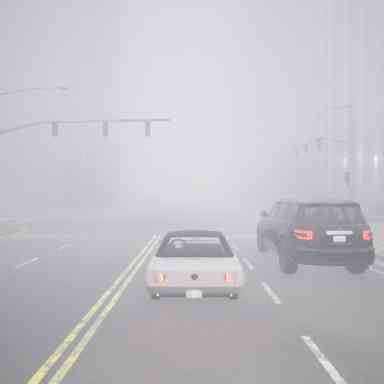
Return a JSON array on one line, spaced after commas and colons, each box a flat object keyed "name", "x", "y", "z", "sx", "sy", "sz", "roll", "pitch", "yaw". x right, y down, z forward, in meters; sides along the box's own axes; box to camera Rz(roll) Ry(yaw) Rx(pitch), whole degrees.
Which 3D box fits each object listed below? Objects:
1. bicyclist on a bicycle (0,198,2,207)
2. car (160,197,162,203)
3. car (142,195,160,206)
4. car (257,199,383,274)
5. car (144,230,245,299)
[{"name": "bicyclist on a bicycle", "x": -26.380, "y": 1.301, "z": 45.389, "sx": 0.582, "sy": 1.620, "sz": 1.656, "roll": 0, "pitch": 0, "yaw": -1}, {"name": "car", "x": -6.971, "y": 1.547, "z": 65.831, "sx": 2.033, "sy": 1.411, "sz": 5.357, "roll": 0, "pitch": 0, "yaw": 1}, {"name": "car", "x": -7.040, "y": 1.352, "z": 55.236, "sx": 2.097, "sy": 1.767, "sz": 4.553, "roll": 0, "pitch": 0, "yaw": 0}, {"name": "car", "x": 3.583, "y": 1.222, "z": 10.723, "sx": 2.150, "sy": 2.045, "sz": 5.566, "roll": 0, "pitch": 0, "yaw": 0}, {"name": "car", "x": 0.067, "y": 1.601, "z": 8.369, "sx": 1.895, "sy": 1.301, "sz": 4.718, "roll": 0, "pitch": 0, "yaw": 1}]
